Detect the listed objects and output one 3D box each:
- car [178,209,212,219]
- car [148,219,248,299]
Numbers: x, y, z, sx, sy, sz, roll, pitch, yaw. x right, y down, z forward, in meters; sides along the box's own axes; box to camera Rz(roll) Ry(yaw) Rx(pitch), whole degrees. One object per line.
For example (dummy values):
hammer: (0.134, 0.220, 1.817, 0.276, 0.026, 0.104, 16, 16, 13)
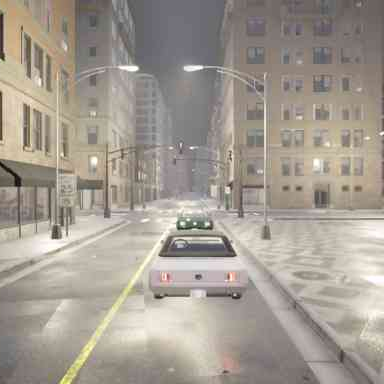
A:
car: (0.146, 1.600, 18.625, 1.895, 1.301, 4.718, 0, 0, 0)
car: (0.121, 1.601, 8.390, 1.895, 1.301, 4.718, 0, 0, 0)
